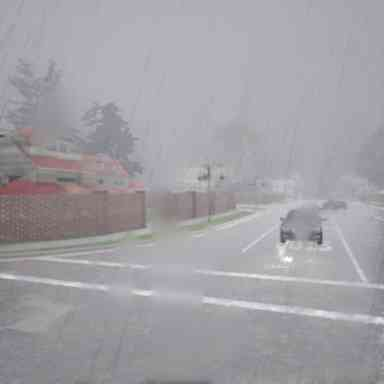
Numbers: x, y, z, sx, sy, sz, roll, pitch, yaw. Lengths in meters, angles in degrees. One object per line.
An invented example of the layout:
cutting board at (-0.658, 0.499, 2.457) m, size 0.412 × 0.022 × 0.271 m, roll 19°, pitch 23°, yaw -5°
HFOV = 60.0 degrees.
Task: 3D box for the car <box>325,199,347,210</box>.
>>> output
car at (20.081, 1.743, 46.785) m, size 1.837 × 1.490 × 4.892 m, roll -1°, pitch 0°, yaw 0°

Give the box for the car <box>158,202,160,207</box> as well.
car at (-2.170, 1.629, 45.945) m, size 5.027 × 1.636 × 2.152 m, roll -1°, pitch -1°, yaw 21°

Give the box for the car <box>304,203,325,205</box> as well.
car at (9.087, 1.690, 25.791) m, size 1.812 × 1.442 × 4.674 m, roll -1°, pitch -1°, yaw 21°

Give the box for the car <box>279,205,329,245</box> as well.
car at (5.500, 1.609, 16.458) m, size 2.128 × 1.511 × 4.902 m, roll -1°, pitch -1°, yaw 21°
